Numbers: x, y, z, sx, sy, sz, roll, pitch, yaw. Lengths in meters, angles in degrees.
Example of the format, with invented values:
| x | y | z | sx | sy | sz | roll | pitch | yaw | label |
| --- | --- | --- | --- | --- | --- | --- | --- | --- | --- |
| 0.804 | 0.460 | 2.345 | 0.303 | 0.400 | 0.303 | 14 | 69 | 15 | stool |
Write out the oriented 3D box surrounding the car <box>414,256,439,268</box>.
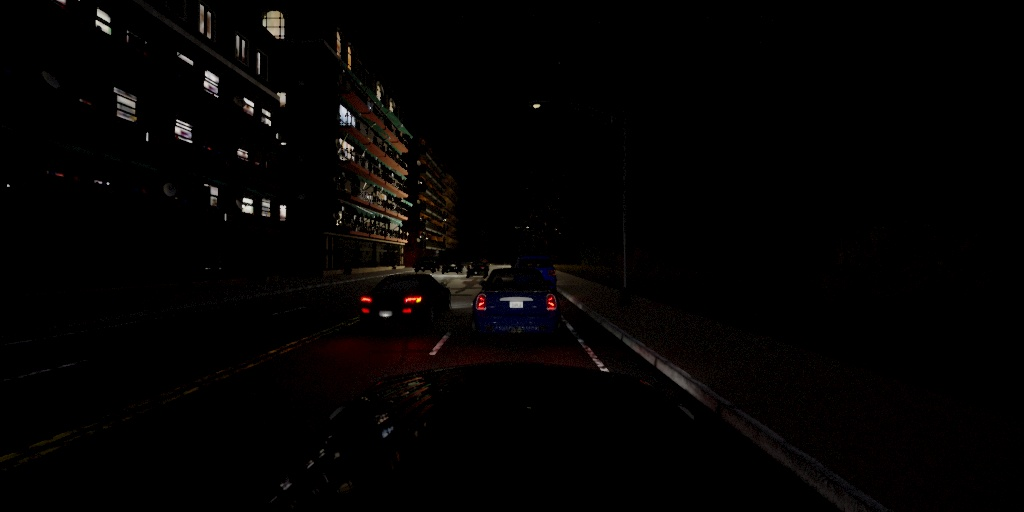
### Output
| x | y | z | sx | sy | sz | roll | pitch | yaw | label |
| --- | --- | --- | --- | --- | --- | --- | --- | --- | --- |
| -9.849 | 0.973 | 42.202 | 2.150 | 2.045 | 5.566 | 0 | 0 | 0 | car |

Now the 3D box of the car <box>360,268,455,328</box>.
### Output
| x | y | z | sx | sy | sz | roll | pitch | yaw | label |
| --- | --- | --- | --- | --- | --- | --- | --- | --- | --- |
| -3.153 | 1.277 | 11.253 | 1.812 | 1.442 | 4.674 | 0 | 0 | 0 | car |

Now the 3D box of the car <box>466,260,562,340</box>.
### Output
| x | y | z | sx | sy | sz | roll | pitch | yaw | label |
| --- | --- | --- | --- | --- | --- | --- | --- | --- | --- |
| 0.098 | 1.103 | 10.122 | 2.097 | 1.767 | 4.553 | 0 | 0 | 0 | car |

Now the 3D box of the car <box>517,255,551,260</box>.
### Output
| x | y | z | sx | sy | sz | roll | pitch | yaw | label |
| --- | --- | --- | --- | --- | --- | --- | --- | --- | --- |
| 1.137 | 0.977 | 19.697 | 2.150 | 2.045 | 5.566 | 0 | 0 | 0 | car |

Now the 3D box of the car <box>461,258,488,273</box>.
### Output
| x | y | z | sx | sy | sz | roll | pitch | yaw | label |
| --- | --- | --- | --- | --- | --- | --- | --- | --- | --- |
| -3.148 | 1.245 | 33.803 | 2.128 | 1.511 | 4.902 | 0 | 0 | 0 | car |

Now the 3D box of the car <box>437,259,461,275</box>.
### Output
| x | y | z | sx | sy | sz | roll | pitch | yaw | label |
| --- | --- | --- | --- | --- | --- | --- | --- | --- | --- |
| -6.599 | 1.256 | 39.784 | 1.837 | 1.490 | 4.892 | 0 | 0 | 0 | car |
